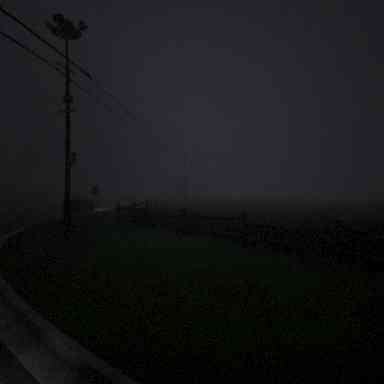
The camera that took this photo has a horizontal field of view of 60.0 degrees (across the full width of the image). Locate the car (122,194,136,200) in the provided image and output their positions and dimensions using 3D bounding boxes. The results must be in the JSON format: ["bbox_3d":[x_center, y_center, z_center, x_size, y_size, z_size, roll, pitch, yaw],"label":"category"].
[{"bbox_3d":[-14.580,1.233,77.566,1.895,1.301,4.718,0,0,6],"label":"car"}]

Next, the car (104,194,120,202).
[{"bbox_3d":[-15.645,1.424,67.620,1.895,1.301,4.718,0,0,6],"label":"car"}]

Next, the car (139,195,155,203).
[{"bbox_3d":[-8.684,1.443,66.879,1.895,1.301,4.718,0,0,6],"label":"car"}]

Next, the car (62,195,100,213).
[{"bbox_3d":[-11.927,1.390,35.124,2.128,1.511,4.902,0,0,6],"label":"car"}]

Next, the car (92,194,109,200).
[{"bbox_3d":[-21.544,1.144,78.281,2.128,1.511,4.902,0,0,6],"label":"car"}]

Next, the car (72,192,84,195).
[{"bbox_3d":[-22.648,1.011,67.950,2.150,2.045,5.566,0,0,6],"label":"car"}]

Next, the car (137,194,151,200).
[{"bbox_3d":[-11.100,1.243,77.194,1.895,1.301,4.718,0,0,6],"label":"car"}]

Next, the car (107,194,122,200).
[{"bbox_3d":[-18.061,1.223,77.939,1.895,1.301,4.718,0,0,6],"label":"car"}]

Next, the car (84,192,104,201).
[{"bbox_3d":[-19.168,1.020,67.577,2.150,2.045,5.566,0,0,6],"label":"car"}]

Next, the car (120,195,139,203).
[{"bbox_3d":[-12.212,1.311,66.804,1.882,1.535,5.008,0,0,6],"label":"car"}]
